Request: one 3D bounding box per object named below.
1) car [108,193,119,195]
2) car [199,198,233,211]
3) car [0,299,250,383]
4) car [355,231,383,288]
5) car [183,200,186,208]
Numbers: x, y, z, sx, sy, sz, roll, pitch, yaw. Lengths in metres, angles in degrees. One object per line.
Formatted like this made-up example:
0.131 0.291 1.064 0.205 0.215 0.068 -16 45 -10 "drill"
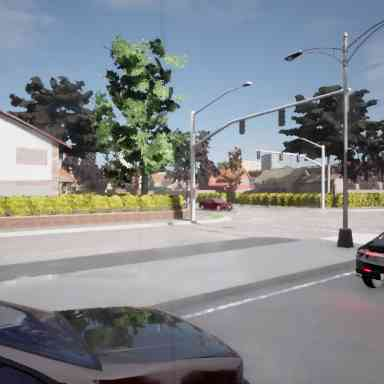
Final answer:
-14.818 1.221 64.621 2.150 2.045 5.566 0 0 -35 "car"
2.852 1.478 40.240 1.882 1.535 5.008 0 0 -36 "car"
-2.055 1.547 2.282 5.357 1.411 2.033 0 0 -35 "car"
5.859 1.492 7.972 4.902 1.511 2.128 0 0 -35 "car"
-2.564 1.352 47.681 2.097 1.767 4.553 0 0 -36 "car"
